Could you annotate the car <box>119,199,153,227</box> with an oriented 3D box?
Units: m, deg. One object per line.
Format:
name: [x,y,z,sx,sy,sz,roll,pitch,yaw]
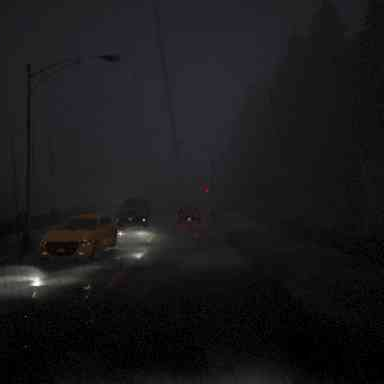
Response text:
car: [-4.292,1.545,25.709,2.150,2.045,5.566,0,-1,-1]

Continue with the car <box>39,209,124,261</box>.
car: [-4.241,1.644,13.194,1.882,1.535,5.008,0,-1,-1]

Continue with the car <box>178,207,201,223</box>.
car: [-0.234,1.965,29.293,1.895,1.301,4.718,0,-1,-1]
